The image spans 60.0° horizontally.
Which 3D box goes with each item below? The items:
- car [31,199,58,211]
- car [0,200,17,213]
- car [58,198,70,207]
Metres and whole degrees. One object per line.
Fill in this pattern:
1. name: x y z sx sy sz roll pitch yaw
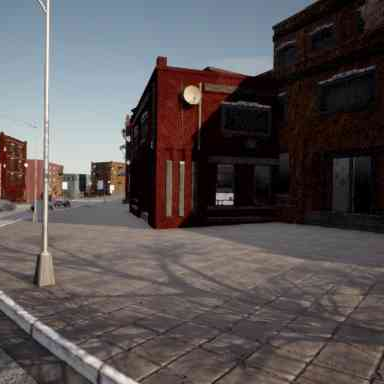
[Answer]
1. car: -19.126 1.684 42.751 1.994 1.385 4.181 1 0 -9
2. car: -21.965 1.598 38.284 2.033 1.411 5.357 1 0 -9
3. car: -20.975 1.694 53.692 1.812 1.442 4.674 1 0 -9
